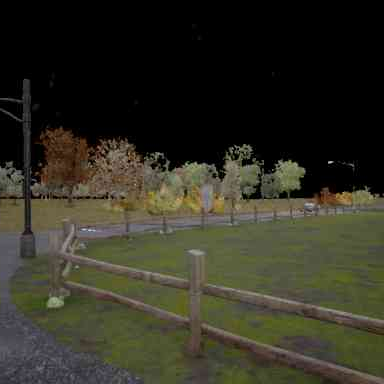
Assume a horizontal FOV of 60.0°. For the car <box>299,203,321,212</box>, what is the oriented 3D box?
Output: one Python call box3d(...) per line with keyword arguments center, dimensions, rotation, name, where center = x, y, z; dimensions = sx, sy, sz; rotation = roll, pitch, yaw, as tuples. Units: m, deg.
box3d(center=(18.875, 2.448, 52.974), dimensions=(2.033, 1.411, 5.357), rotation=(-1, -2, 40), name="car")
